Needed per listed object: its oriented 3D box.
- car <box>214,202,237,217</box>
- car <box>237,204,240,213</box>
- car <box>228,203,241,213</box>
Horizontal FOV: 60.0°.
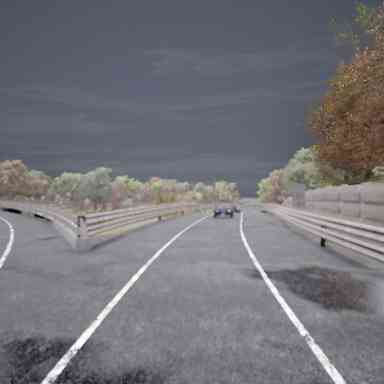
[{"bbox_3d":[3.352,1.898,34.397,1.895,1.301,4.718,0,-1,9],"label":"car"},{"bbox_3d":[5.601,2.297,48.704,1.837,1.490,4.892,0,-3,9],"label":"car"},{"bbox_3d":[8.254,3.111,64.128,2.097,1.767,4.553,0,-4,11],"label":"car"}]
